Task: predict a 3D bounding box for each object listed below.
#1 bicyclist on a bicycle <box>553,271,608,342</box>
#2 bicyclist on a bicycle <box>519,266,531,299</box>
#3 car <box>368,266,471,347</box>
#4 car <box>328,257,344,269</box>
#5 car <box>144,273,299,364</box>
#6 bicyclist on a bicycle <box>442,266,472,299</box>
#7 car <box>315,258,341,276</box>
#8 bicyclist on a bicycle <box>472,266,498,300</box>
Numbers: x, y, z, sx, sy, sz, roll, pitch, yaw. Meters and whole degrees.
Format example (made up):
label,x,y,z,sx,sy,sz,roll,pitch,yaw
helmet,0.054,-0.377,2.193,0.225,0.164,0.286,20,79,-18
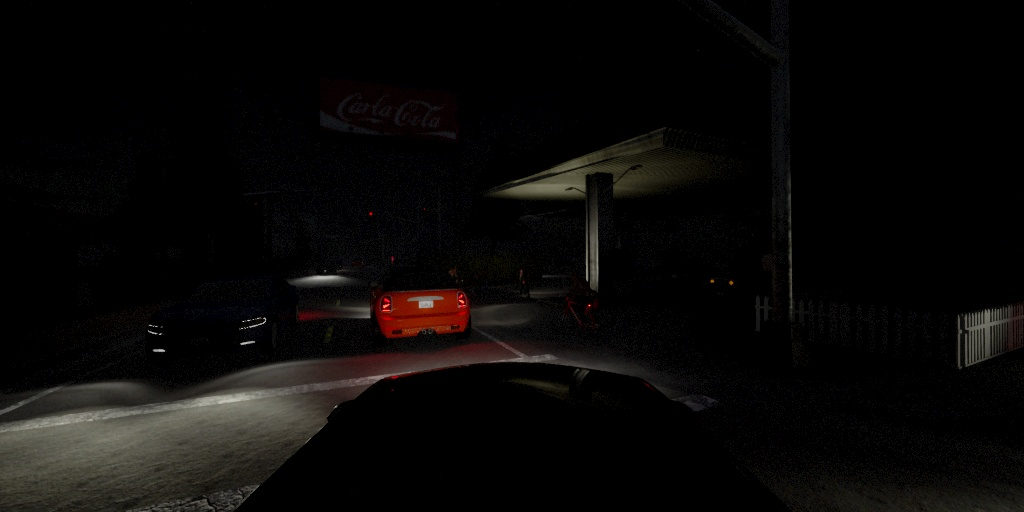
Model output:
label,x,y,z,sx,sy,sz,roll,pitch,yaw
bicyclist on a bicycle,1.640,1.194,8.735,0.582,1.620,1.656,3,-2,-43
bicyclist on a bicycle,0.654,1.315,17.937,0.582,1.620,1.656,0,0,16
car,-2.614,1.041,9.486,2.097,1.767,4.553,0,0,-22
car,-27.728,1.138,55.866,2.150,2.045,5.566,0,0,-24
car,-6.319,1.194,8.387,1.882,1.535,5.008,0,0,-24
bicyclist on a bicycle,-2.751,1.295,16.413,1.656,1.620,0.582,1,0,37
car,-20.516,1.339,39.743,2.128,1.511,4.902,0,0,-23
bicyclist on a bicycle,-1.454,1.322,17.805,1.656,1.620,0.582,1,0,-22
